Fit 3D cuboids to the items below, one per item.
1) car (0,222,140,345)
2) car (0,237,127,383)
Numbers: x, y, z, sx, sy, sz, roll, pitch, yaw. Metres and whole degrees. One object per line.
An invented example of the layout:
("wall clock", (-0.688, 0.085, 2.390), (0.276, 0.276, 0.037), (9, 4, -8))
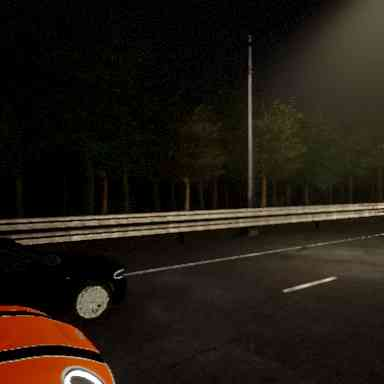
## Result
("car", (-3.552, 1.478, 5.516), (5.008, 1.535, 1.882), (0, 0, -35))
("car", (-2.690, 1.354, 1.830), (4.553, 1.767, 2.097), (0, 0, -35))
